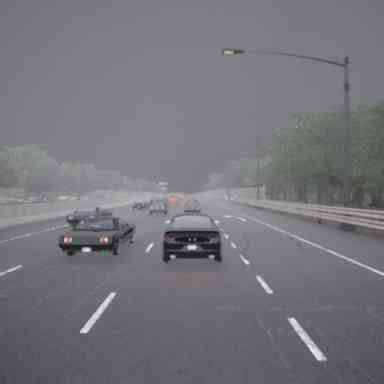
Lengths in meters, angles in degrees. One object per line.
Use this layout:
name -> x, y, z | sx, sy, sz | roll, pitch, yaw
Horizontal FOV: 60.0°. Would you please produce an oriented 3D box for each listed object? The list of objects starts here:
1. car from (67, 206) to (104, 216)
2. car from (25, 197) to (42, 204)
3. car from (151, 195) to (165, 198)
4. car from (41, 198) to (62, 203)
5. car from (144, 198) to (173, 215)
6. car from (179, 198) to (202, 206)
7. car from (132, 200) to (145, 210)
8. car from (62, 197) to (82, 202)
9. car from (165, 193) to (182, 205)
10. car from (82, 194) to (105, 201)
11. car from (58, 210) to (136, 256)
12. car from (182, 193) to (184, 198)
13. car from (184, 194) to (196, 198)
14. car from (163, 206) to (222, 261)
car -> -6.976, 1.659, 23.138 | 1.895, 1.301, 4.718 | 0, 0, 0
car -> -27.942, 1.719, 59.320 | 1.837, 1.490, 4.892 | 0, 0, 0
car -> -6.932, 1.536, 63.543 | 2.097, 1.767, 4.553 | 0, 0, 0
car -> -24.442, 1.795, 59.382 | 1.895, 1.301, 4.718 | 0, 0, 0
car -> -3.461, 1.655, 35.714 | 2.033, 1.411, 5.357 | 0, 0, 0
car -> 0.034, 1.650, 34.810 | 2.033, 1.411, 5.357 | 0, 0, 0
car -> -6.949, 1.743, 45.624 | 1.895, 1.301, 4.718 | 0, 0, 0
car -> -20.949, 1.704, 59.477 | 1.812, 1.442, 4.674 | 0, 0, 0
car -> -3.431, 1.535, 63.539 | 2.097, 1.767, 4.553 | 0, 0, 0
car -> -17.447, 1.407, 60.414 | 2.150, 2.045, 5.566 | 0, 0, 0
car -> -3.487, 1.626, 13.239 | 1.895, 1.301, 4.718 | 0, 0, 0
car -> -3.413, 1.702, 79.731 | 1.837, 1.490, 4.892 | 0, 0, 0
car -> 0.069, 1.673, 63.605 | 2.128, 1.511, 4.902 | 0, 0, 0
car -> 0.012, 1.500, 12.338 | 1.882, 1.535, 5.008 | 0, 0, 0
